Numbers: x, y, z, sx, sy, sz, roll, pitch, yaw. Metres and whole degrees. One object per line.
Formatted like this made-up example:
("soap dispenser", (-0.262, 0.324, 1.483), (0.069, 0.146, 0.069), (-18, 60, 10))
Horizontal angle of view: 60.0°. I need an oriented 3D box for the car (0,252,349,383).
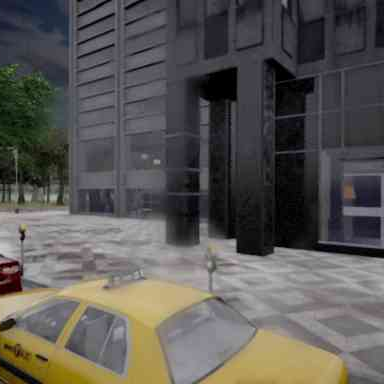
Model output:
("car", (-0.911, 1.518, 3.610), (4.829, 1.417, 1.752), (0, 0, 35))
